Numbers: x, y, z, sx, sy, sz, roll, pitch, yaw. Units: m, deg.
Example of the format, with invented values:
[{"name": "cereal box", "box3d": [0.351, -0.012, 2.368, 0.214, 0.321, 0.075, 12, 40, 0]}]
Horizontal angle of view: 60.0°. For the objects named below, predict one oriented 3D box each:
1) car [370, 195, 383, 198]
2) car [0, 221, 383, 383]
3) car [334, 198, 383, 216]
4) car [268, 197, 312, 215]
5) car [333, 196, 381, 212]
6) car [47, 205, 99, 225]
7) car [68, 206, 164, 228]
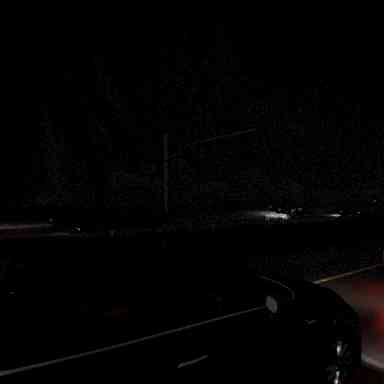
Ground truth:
[{"name": "car", "box3d": [23.663, 1.172, 42.850, 4.553, 1.767, 2.097, 0, 0, -36]}, {"name": "car", "box3d": [-0.128, 1.351, 3.654, 4.553, 1.767, 2.097, 0, 0, -36]}, {"name": "car", "box3d": [14.341, 1.465, 27.387, 5.357, 1.411, 2.033, 0, 0, -36]}, {"name": "car", "box3d": [9.969, 1.483, 32.863, 4.181, 1.385, 1.994, 0, 0, -36]}, {"name": "car", "box3d": [16.272, 1.438, 33.128, 5.357, 1.411, 2.033, 0, 0, -36]}, {"name": "car", "box3d": [-7.905, 1.591, 24.183, 4.718, 1.301, 1.895, 0, 0, -36]}, {"name": "car", "box3d": [-4.011, 1.591, 18.358, 4.718, 1.301, 1.895, 0, 0, -36]}]
